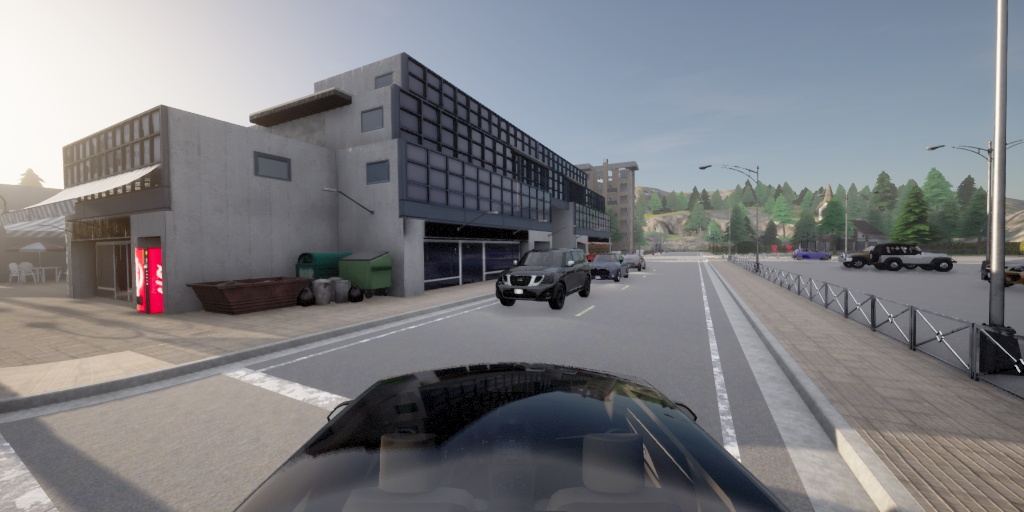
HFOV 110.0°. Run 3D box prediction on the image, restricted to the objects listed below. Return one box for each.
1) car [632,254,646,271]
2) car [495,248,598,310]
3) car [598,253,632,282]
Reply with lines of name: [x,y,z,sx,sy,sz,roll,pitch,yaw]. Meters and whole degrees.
car: [10.657,0.520,31.728,1.812,1.442,4.674,0,1,27]
car: [1.471,0.715,13.885,2.150,2.045,5.566,0,1,27]
car: [5.971,0.601,22.632,2.097,1.767,4.553,0,1,27]
